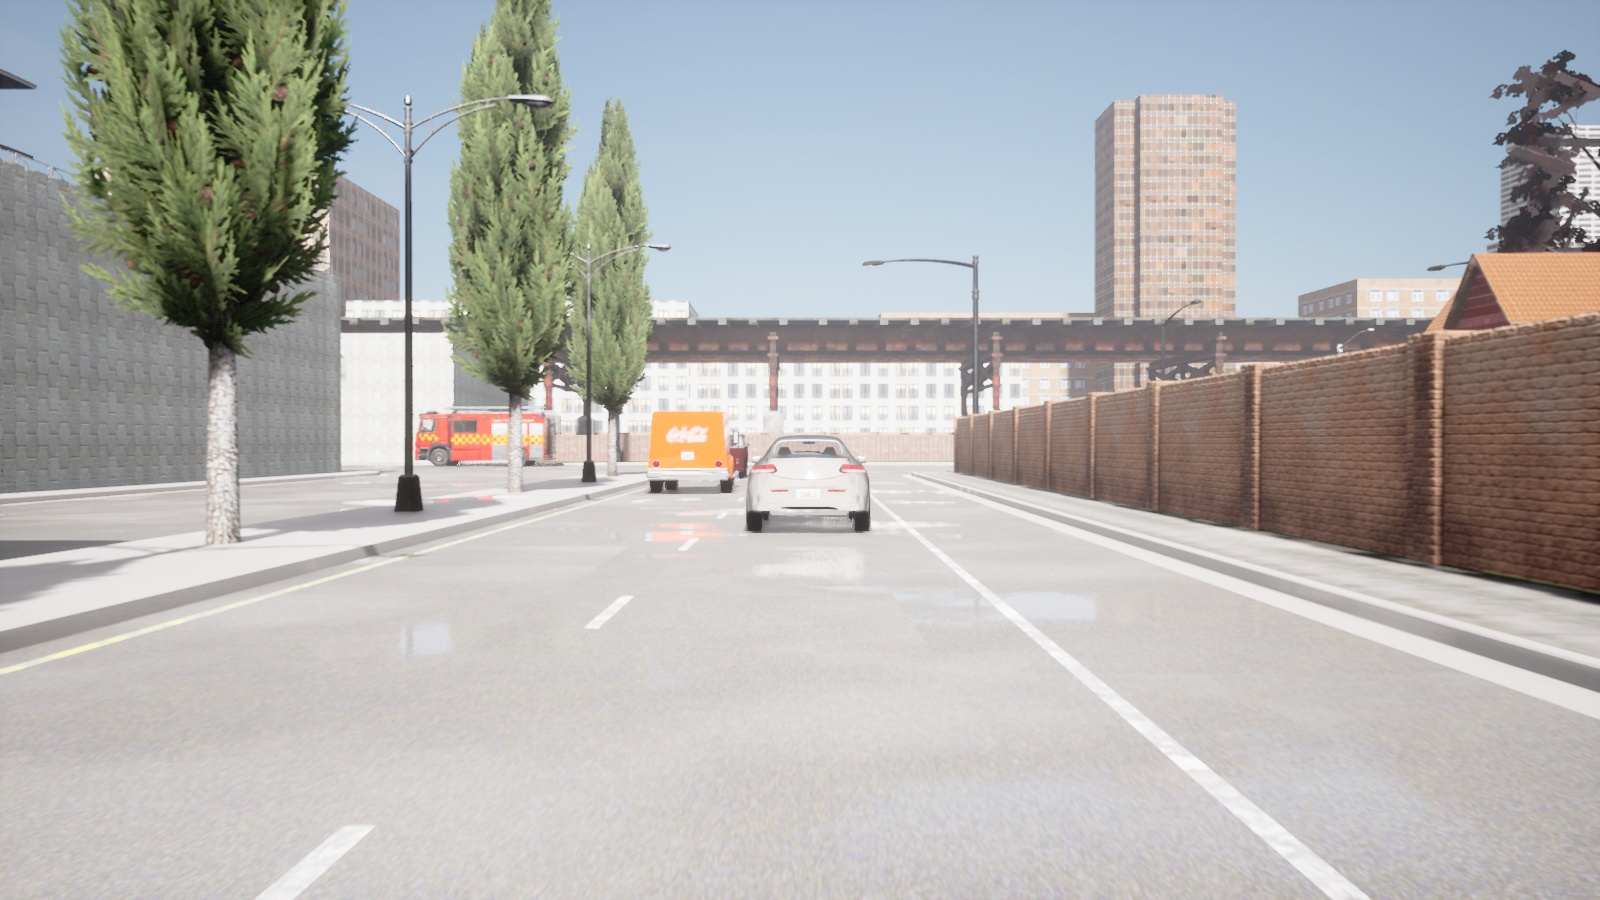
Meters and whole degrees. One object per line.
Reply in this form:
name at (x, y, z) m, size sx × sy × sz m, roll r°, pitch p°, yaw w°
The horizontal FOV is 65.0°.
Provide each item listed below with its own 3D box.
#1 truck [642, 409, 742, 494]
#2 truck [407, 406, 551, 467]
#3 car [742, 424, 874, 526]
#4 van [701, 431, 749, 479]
truck at (-3.267, 0.036, 39.214) m, size 2.627 × 2.467 × 5.204 m, roll 0°, pitch 0°, yaw 0°
truck at (-20.470, -0.887, 80.356) m, size 8.468 × 3.827 × 2.891 m, roll 0°, pitch 0°, yaw 1°
car at (0.158, 0.396, 22.944) m, size 2.152 × 1.651 × 5.027 m, roll 0°, pitch 0°, yaw 1°
van at (-3.178, 0.191, 54.204) m, size 1.775 × 1.987 × 4.442 m, roll 0°, pitch 0°, yaw 0°
